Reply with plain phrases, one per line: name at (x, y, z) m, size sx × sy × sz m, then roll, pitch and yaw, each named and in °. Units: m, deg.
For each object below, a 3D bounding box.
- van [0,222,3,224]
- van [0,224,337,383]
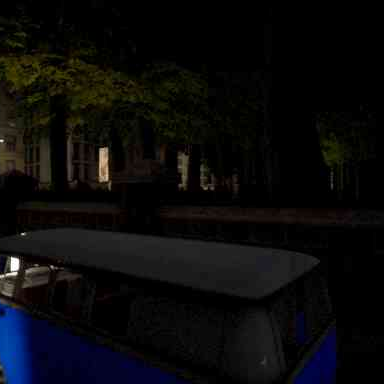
van at (-5.260, 1.349, 6.641) m, size 3.998 × 1.788 × 1.690 m, roll 0°, pitch 0°, yaw 36°
van at (-0.668, 1.344, 3.337) m, size 3.998 × 1.788 × 1.690 m, roll 0°, pitch 0°, yaw 36°
